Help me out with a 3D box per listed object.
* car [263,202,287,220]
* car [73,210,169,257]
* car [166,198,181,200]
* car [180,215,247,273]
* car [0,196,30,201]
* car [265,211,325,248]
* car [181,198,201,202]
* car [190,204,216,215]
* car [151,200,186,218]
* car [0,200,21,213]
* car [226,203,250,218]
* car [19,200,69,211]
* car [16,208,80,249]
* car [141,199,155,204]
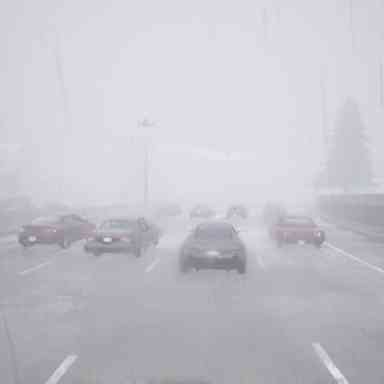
[{"bbox_3d":[7.972,1.714,31.988,2.097,1.767,4.553,0,-1,14],"label":"car"},{"bbox_3d":[-2.563,1.675,13.626,2.033,1.411,5.357,0,-1,6],"label":"car"},{"bbox_3d":[-2.921,2.062,71.576,2.097,1.767,4.553,0,-1,28],"label":"car"},{"bbox_3d":[0.753,1.682,11.160,1.994,1.385,4.181,0,-1,5],"label":"car"},{"bbox_3d":[-20.003,1.501,36.401,2.150,2.045,5.566,0,-1,14],"label":"car"},{"bbox_3d":[4.758,1.784,15.770,1.895,1.301,4.718,0,-1,7],"label":"car"},{"bbox_3d":[0.310,2.062,70.194,2.097,1.767,4.553,0,-1,28],"label":"car"},{"bbox_3d":[1.145,1.911,33.521,1.994,1.385,4.181,0,-1,14],"label":"car"},{"bbox_3d":[-2.345,1.862,34.033,1.812,1.442,4.674,0,-1,14],"label":"car"},{"bbox_3d":[-17.012,1.830,33.683,1.994,1.385,4.181,0,-1,13],"label":"car"},{"bbox_3d":[4.504,1.858,32.601,1.837,1.490,4.892,0,-1,14],"label":"car"},{"bbox_3d":[-13.788,1.756,32.099,2.128,1.511,4.902,0,-1,13],"label":"car"},{"bbox_3d":[-5.874,1.653,15.078,1.812,1.442,4.674,0,-1,6],"label":"car"},{"bbox_3d":[-9.592,2.257,73.943,1.994,1.385,4.181,0,-1,28],"label":"car"}]
